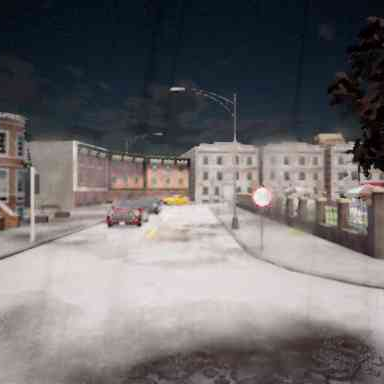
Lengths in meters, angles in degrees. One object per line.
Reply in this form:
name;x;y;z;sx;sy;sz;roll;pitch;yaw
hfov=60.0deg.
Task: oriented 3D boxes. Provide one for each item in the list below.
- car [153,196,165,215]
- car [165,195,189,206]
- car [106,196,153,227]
car;-4.077;1.165;31.420;2.097;1.767;4.553;0;0;0
car;-2.439;1.195;47.829;1.882;1.535;5.008;0;0;33
car;-4.082;1.223;21.707;2.097;1.767;4.553;0;0;0
